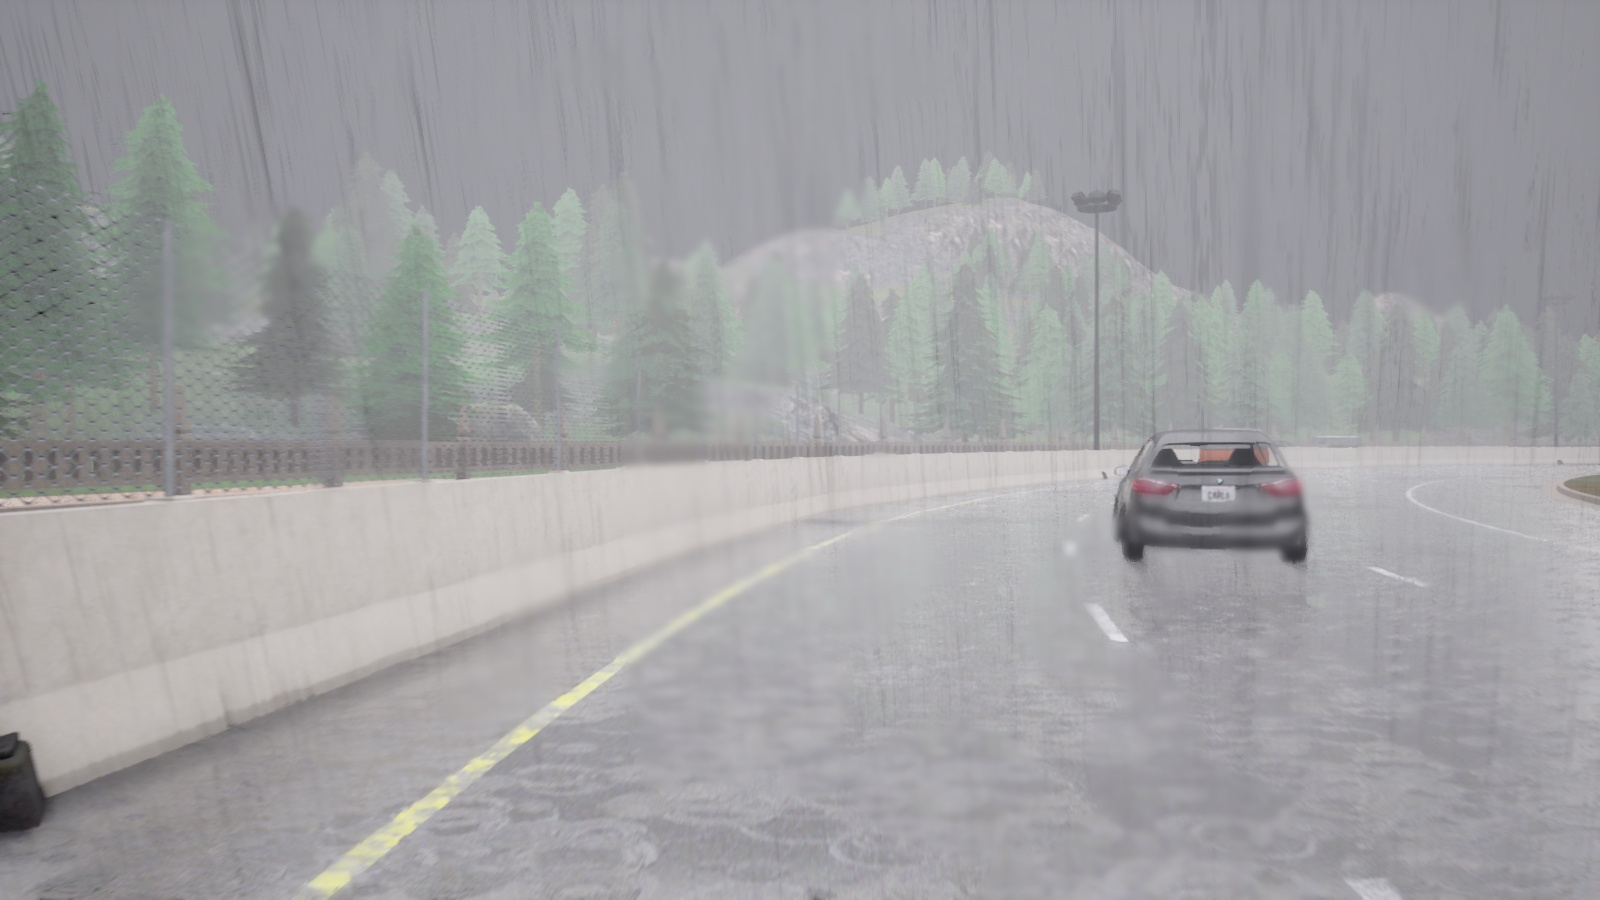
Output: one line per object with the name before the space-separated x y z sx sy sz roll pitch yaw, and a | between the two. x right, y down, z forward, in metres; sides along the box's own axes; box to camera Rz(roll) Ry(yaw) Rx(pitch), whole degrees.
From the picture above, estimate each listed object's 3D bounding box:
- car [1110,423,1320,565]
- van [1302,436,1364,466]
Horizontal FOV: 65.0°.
car | 5.463 0.502 17.156 2.242 1.667 4.611 0 0 12
van | 36.558 0.063 86.142 4.442 1.987 1.775 0 0 -34
